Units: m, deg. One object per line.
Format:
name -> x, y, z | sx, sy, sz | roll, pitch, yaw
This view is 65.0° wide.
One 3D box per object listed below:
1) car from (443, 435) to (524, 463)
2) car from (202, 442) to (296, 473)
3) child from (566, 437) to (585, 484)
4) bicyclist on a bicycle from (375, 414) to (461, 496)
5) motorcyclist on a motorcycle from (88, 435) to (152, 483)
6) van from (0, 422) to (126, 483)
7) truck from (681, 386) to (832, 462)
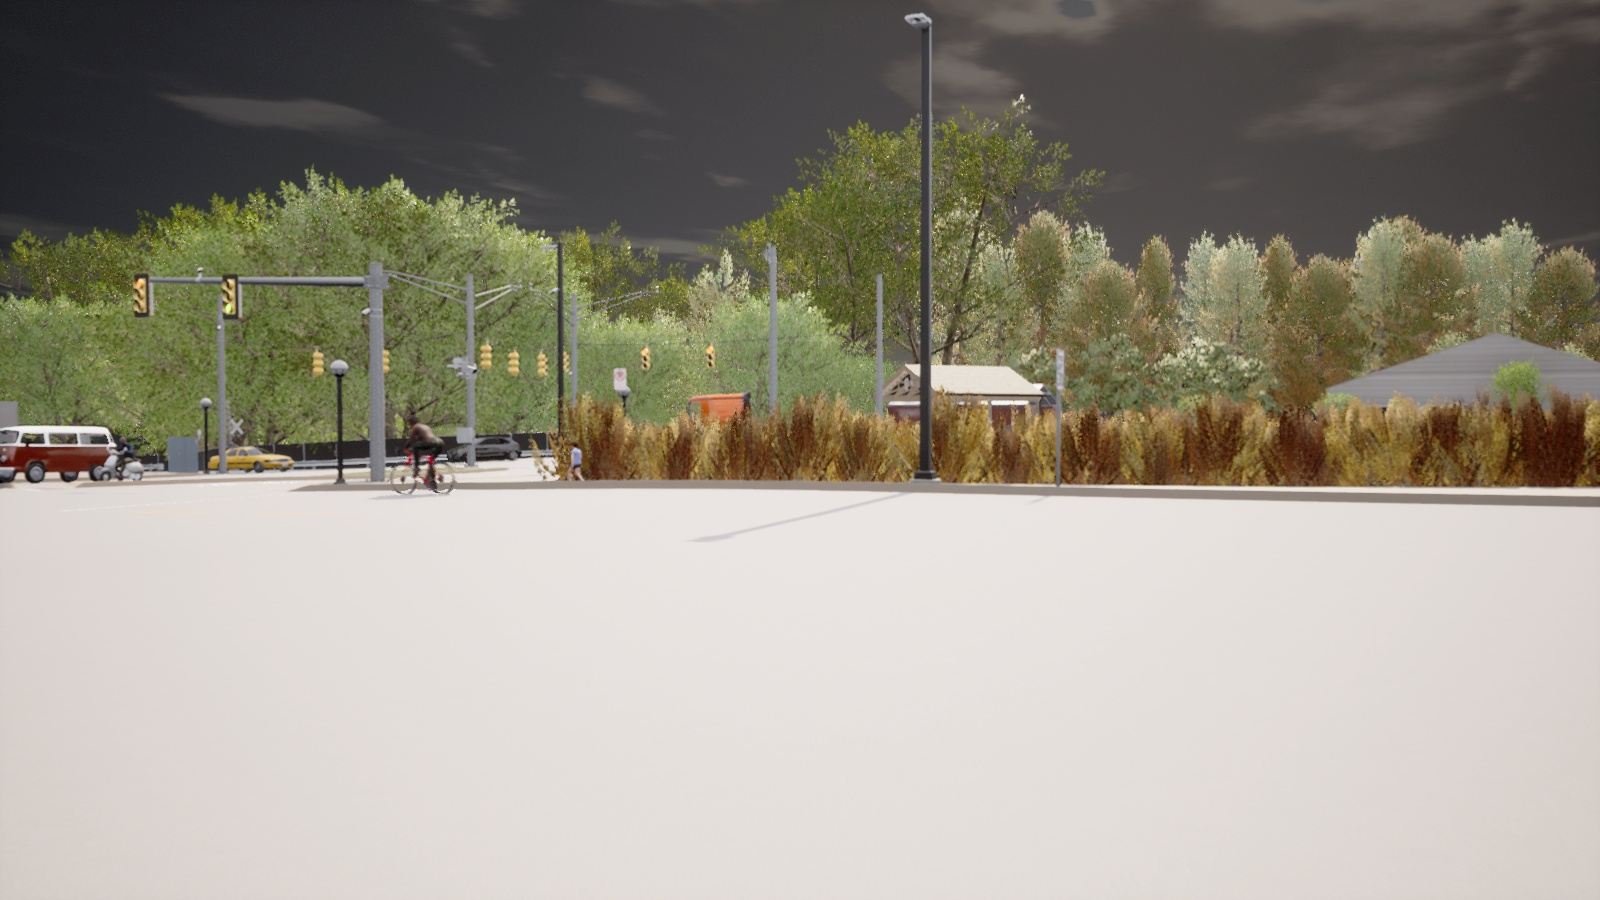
car -> -18.480, -0.074, 73.447 | 4.193, 1.474, 1.816 | -3, 3, -38
car -> -30.544, 0.406, 69.581 | 5.366, 1.575, 1.801 | -1, 2, 28
child -> -5.412, 0.252, 30.223 | 0.394, 1.110, 0.255 | 2, 2, 43
bicyclist on a bicycle -> -7.791, 0.113, 25.615 | 1.656, 1.620, 0.582 | -1, 1, 24
motorcyclist on a motorcycle -> -23.209, 0.298, 42.919 | 0.866, 1.590, 1.817 | 0, 0, 18
van -> -26.664, 0.106, 44.596 | 2.069, 2.038, 4.480 | -1, -1, 22
truck -> -2.270, -1.240, 62.384 | 2.891, 3.462, 7.936 | -4, 2, -42
